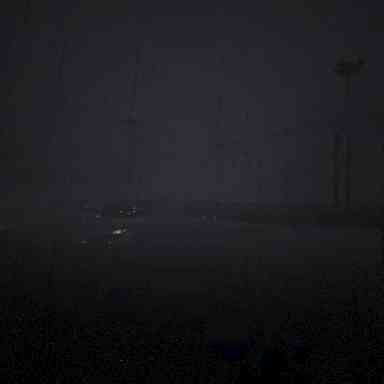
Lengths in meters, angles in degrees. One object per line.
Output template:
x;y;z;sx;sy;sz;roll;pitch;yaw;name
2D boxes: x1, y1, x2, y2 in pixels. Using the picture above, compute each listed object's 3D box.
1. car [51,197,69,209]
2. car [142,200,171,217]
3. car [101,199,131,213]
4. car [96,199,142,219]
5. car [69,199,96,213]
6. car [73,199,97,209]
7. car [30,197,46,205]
-17.793;1.422;45.505;2.097;1.767;4.553;0;0;-36;car
-3.913;1.594;32.273;1.837;1.490;4.892;0;0;-36;car
-9.134;1.614;39.493;1.812;1.442;4.674;0;0;-36;car
-6.756;1.574;30.228;1.837;1.490;4.892;0;0;-36;car
-12.006;1.594;37.489;1.812;1.442;4.674;0;0;-36;car
-15.634;1.689;48.492;1.895;1.301;4.718;0;0;-36;car
-27.238;1.572;58.711;1.882;1.535;5.008;0;0;-36;car
